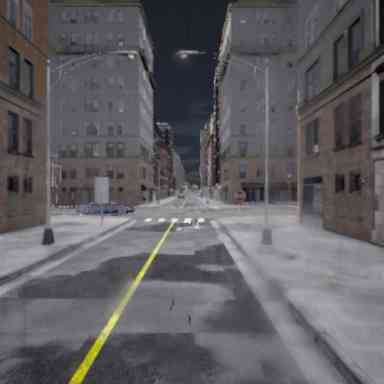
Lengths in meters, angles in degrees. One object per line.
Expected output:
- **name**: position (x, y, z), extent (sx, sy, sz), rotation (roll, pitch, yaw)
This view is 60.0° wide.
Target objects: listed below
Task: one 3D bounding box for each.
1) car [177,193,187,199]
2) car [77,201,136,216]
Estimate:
- **car**: position (-2.889, 1.093, 89.121), extent (1.882, 1.535, 5.008), rotation (0, 0, 0)
- **car**: position (-8.222, 1.546, 32.034), extent (5.357, 1.411, 2.033), rotation (0, 0, 0)
